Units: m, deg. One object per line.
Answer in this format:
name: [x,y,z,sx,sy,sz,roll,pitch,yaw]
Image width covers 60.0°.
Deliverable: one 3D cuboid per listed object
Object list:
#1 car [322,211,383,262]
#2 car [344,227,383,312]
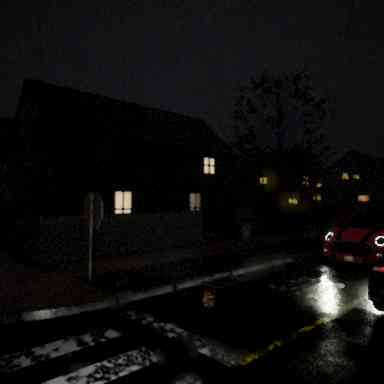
car: [6.499,1.490,11.798,4.553,1.767,2.097,1,-1,-42]
car: [5.292,1.565,6.825,4.902,1.511,2.128,1,-1,-42]
